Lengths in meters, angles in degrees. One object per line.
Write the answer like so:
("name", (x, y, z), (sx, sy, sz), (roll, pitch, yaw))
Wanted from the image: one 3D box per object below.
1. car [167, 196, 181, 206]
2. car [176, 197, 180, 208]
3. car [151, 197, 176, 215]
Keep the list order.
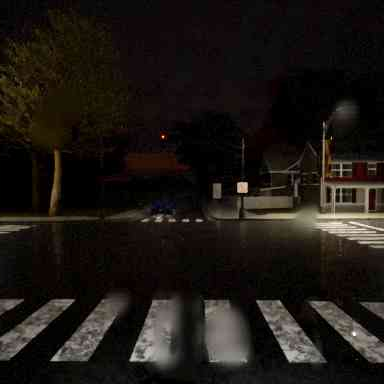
("car", (-2.903, 1.484, 54.765), (2.033, 1.411, 5.357), (0, 0, 0))
("car", (-2.945, 1.460, 44.136), (1.837, 1.490, 4.892), (0, 0, 0))
("car", (-2.982, 1.447, 33.834), (1.882, 1.535, 5.008), (0, 0, 0))
